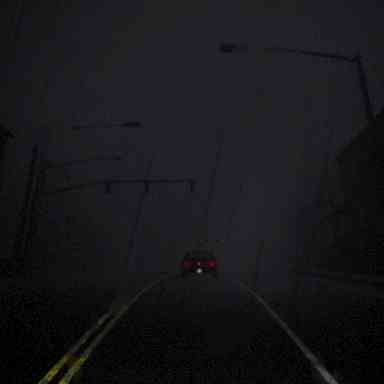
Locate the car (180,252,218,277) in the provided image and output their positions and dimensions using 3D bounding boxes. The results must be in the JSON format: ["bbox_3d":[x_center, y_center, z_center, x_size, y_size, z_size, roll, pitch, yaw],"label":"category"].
[{"bbox_3d":[0.409,3.993,18.499,1.895,1.301,4.718,0,-11,2],"label":"car"}]
